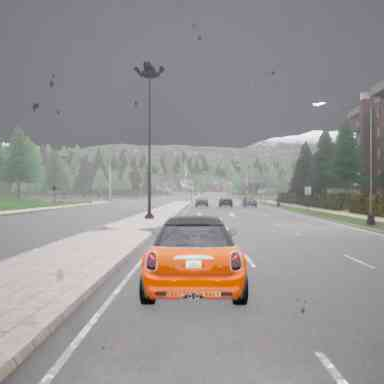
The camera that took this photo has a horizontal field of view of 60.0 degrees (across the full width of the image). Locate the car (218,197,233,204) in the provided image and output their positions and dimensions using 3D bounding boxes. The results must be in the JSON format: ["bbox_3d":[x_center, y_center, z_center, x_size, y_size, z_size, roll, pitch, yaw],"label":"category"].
[{"bbox_3d":[4.972,1.421,49.413,1.882,1.535,5.008,0,0,2],"label":"car"}]

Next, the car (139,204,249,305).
[{"bbox_3d":[0.065,1.343,8.223,2.097,1.767,4.553,0,0,1],"label":"car"}]

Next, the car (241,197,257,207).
[{"bbox_3d":[8.470,1.491,49.285,2.033,1.411,5.357,0,0,2],"label":"car"}]

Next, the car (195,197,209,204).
[{"bbox_3d":[1.462,1.469,49.202,1.812,1.442,4.674,0,0,2],"label":"car"}]
